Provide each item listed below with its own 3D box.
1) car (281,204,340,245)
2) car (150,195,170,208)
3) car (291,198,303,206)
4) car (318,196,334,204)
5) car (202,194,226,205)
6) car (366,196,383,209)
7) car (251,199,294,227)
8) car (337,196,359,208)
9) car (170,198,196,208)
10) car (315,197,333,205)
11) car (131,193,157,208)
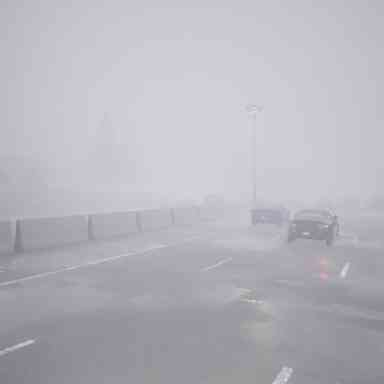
[{"bbox_3d":[5.732,1.525,15.594,1.812,1.442,4.674,0,0,28],"label":"car"},{"bbox_3d":[-3.754,1.525,46.937,1.812,1.442,4.674,0,0,19],"label":"car"},{"bbox_3d":[15.040,1.526,48.194,1.812,1.442,4.674,0,-1,16],"label":"car"},{"bbox_3d":[26.071,1.562,64.987,1.994,1.385,4.181,0,0,8],"label":"car"},{"bbox_3d":[3.057,1.225,45.195,2.150,2.045,5.566,0,0,19],"label":"car"},{"bbox_3d":[25.016,1.352,44.967,2.097,1.767,4.553,0,0,18],"label":"car"},{"bbox_3d":[5.527,1.477,23.043,1.882,1.535,5.008,0,0,25],"label":"car"},{"bbox_3d":[22.100,1.352,47.224,2.097,1.767,4.553,0,0,12],"label":"car"},{"bbox_3d":[-0.883,1.525,44.584,1.812,1.442,4.674,0,0,20],"label":"car"},{"bbox_3d":[17.541,1.563,44.294,1.994,1.385,4.181,0,0,17],"label":"car"},{"bbox_3d":[-6.803,1.226,48.790,2.150,2.045,5.566,0,0,19],"label":"car"}]
